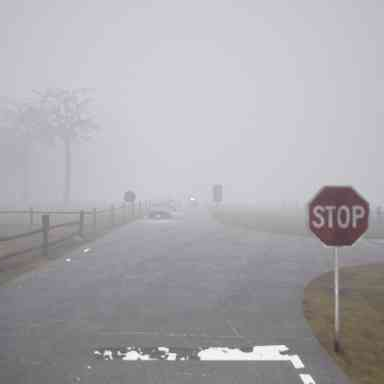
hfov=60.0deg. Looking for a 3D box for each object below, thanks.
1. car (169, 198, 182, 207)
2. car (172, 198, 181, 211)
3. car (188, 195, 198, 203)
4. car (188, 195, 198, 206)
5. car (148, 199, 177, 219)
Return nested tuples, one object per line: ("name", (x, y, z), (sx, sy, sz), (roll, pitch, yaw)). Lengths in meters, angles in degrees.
("car", (-2.691, 1.679, 53.748), (1.812, 1.442, 4.674), (0, 0, 1))
("car", (-2.738, 1.596, 40.563), (1.837, 1.490, 4.892), (0, 0, 0))
("car", (0.192, 1.465, 70.831), (2.097, 1.767, 4.553), (0, 0, 0))
("car", (0.163, 1.734, 60.223), (2.033, 1.411, 5.357), (0, 0, 0))
("car", (-2.769, 1.603, 30.171), (2.033, 1.411, 5.357), (0, 0, 0))
